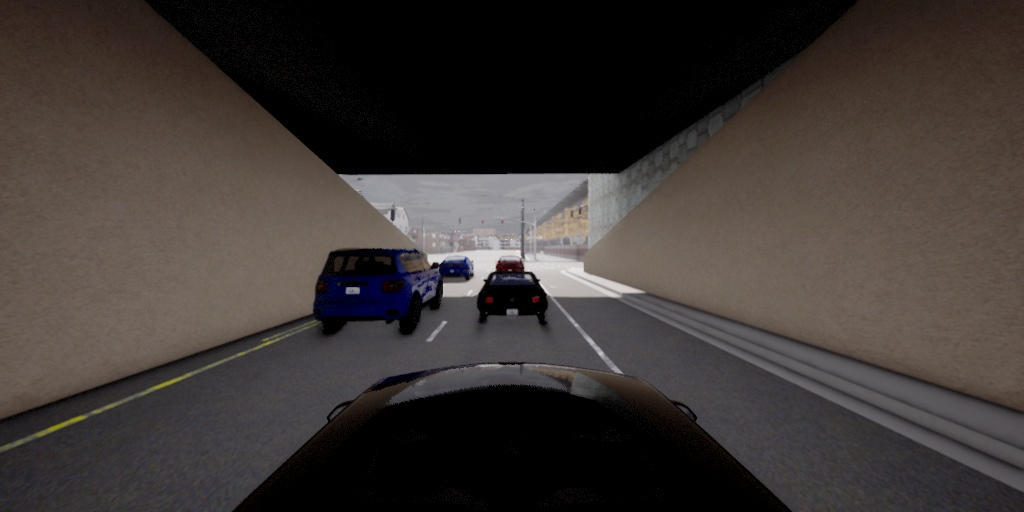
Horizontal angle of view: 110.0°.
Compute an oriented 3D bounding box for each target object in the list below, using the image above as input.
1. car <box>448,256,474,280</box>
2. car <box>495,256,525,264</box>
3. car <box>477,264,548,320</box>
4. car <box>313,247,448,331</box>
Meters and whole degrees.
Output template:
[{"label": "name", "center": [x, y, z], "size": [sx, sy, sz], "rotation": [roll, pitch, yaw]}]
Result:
[{"label": "car", "center": [-3.634, 0.704, 24.052], "size": [1.882, 1.535, 5.008], "rotation": [0, 1, -1]}, {"label": "car", "center": [-0.131, 0.705, 23.821], "size": [1.882, 1.535, 5.008], "rotation": [0, 1, -1]}, {"label": "car", "center": [-0.005, 1.118, 11.546], "size": [1.895, 1.301, 4.718], "rotation": [0, 1, -1]}, {"label": "car", "center": [-3.480, 0.771, 10.393], "size": [2.150, 2.045, 5.566], "rotation": [0, 1, -1]}]
